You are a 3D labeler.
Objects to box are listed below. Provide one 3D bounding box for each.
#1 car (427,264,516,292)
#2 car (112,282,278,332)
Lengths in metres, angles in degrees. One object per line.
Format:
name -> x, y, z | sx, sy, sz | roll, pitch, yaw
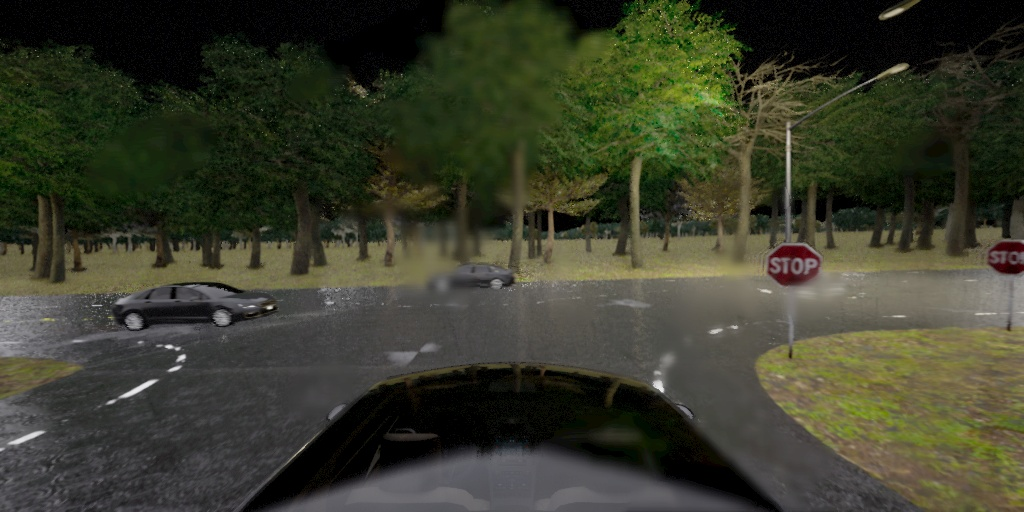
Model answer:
car -> -2.211, 1.182, 19.742 | 4.892, 1.490, 1.837 | -1, 2, -1
car -> -11.010, 1.681, 12.645 | 4.892, 1.490, 1.837 | -2, 3, -1
